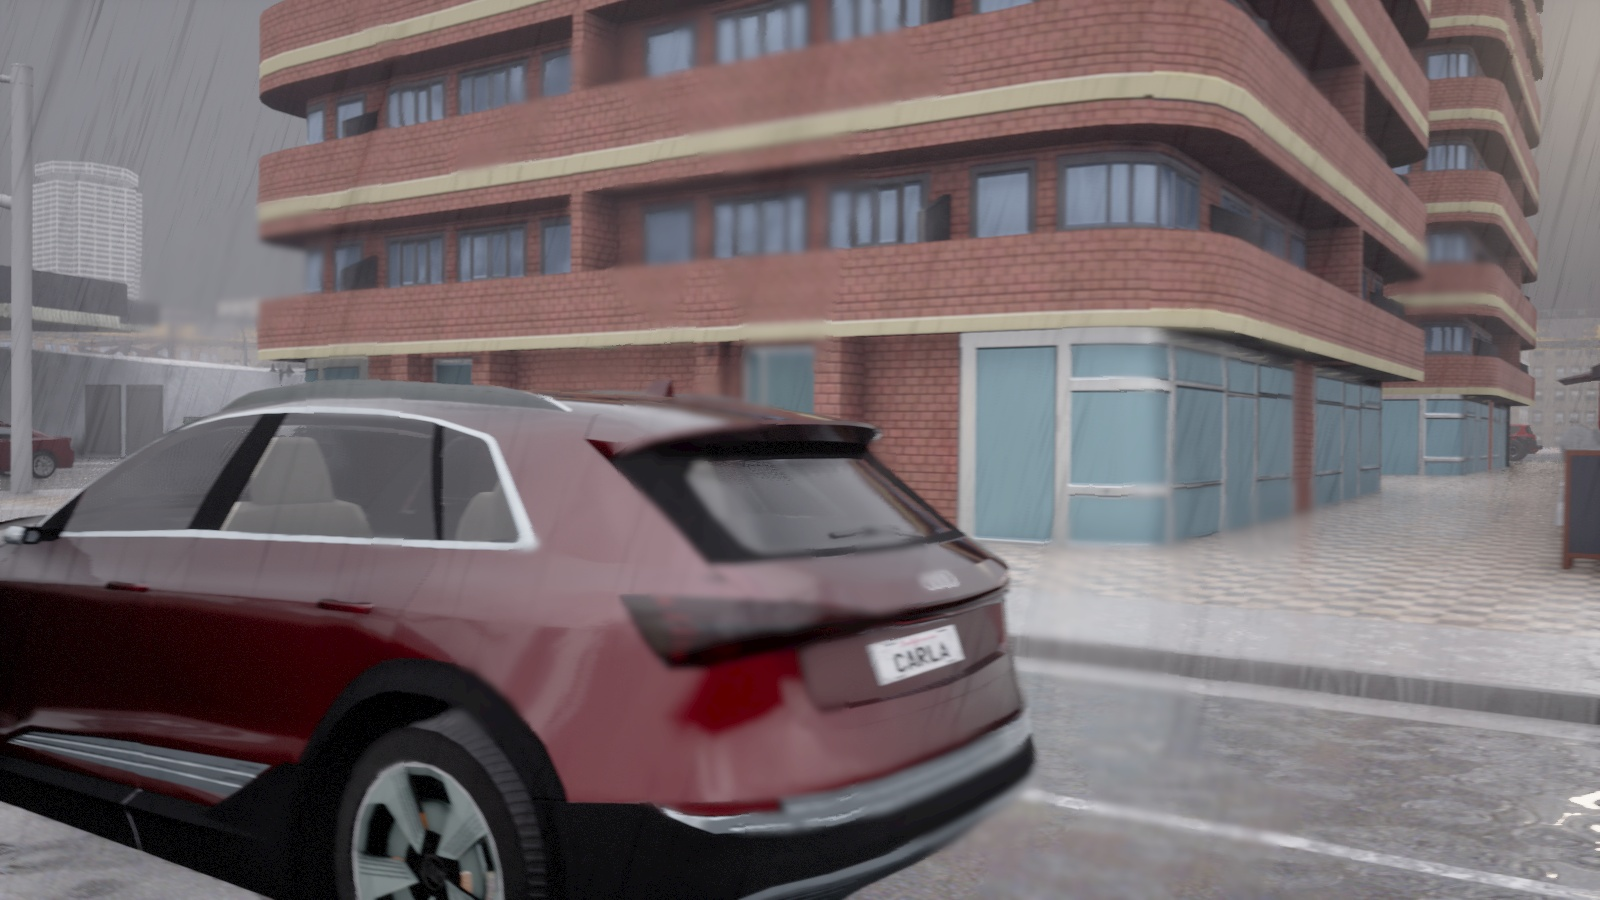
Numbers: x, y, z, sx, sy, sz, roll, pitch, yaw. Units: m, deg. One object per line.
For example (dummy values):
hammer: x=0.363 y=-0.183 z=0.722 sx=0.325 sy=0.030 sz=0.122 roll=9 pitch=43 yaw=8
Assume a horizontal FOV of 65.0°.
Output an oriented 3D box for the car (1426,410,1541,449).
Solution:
car: x=39.060 y=-1.164 z=71.779 sx=5.566 sy=2.045 sz=2.150 roll=-1 pitch=0 yaw=34

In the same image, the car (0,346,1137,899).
car: x=-1.486 y=0.603 z=4.608 sx=4.856 sy=1.649 sz=2.033 roll=0 pitch=1 yaw=34

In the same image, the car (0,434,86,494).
car: x=-21.739 y=0.372 z=32.842 sx=1.882 sy=1.535 sz=5.008 roll=0 pitch=1 yaw=32

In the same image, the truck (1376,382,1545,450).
truck: x=36.410 y=-1.796 z=69.325 sx=7.936 sy=3.462 sz=2.891 roll=-1 pitch=0 yaw=34
